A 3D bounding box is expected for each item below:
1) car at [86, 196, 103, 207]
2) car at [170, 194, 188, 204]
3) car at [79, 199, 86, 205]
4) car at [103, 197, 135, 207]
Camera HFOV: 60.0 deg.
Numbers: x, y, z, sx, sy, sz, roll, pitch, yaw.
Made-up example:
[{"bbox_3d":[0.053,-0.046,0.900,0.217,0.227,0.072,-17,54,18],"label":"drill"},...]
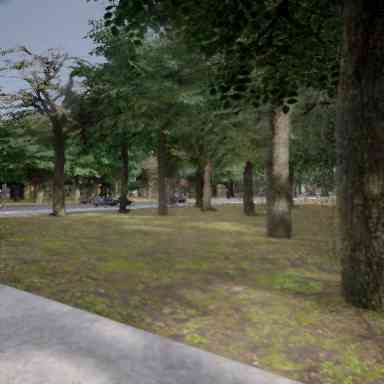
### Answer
[{"bbox_3d":[-14.091,1.632,54.702,2.033,1.411,5.357,0,0,35],"label":"car"},{"bbox_3d":[-2.759,1.620,65.010,1.837,1.490,4.892,0,0,36],"label":"car"},{"bbox_3d":[-18.076,1.564,60.389,1.882,1.535,5.008,0,0,36],"label":"car"},{"bbox_3d":[-11.252,1.595,53.081,1.837,1.490,4.892,0,0,36],"label":"car"}]
